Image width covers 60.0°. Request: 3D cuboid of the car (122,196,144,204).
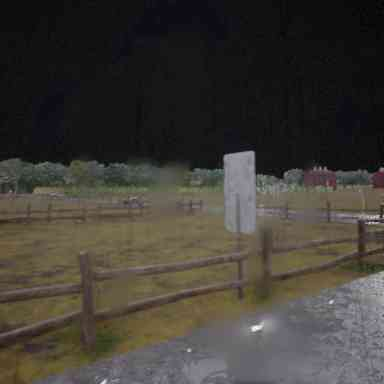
[{"bbox_3d":[-10.079,1.464,56.117,2.033,1.411,5.357,-2,1,-35],"label":"car"}]
